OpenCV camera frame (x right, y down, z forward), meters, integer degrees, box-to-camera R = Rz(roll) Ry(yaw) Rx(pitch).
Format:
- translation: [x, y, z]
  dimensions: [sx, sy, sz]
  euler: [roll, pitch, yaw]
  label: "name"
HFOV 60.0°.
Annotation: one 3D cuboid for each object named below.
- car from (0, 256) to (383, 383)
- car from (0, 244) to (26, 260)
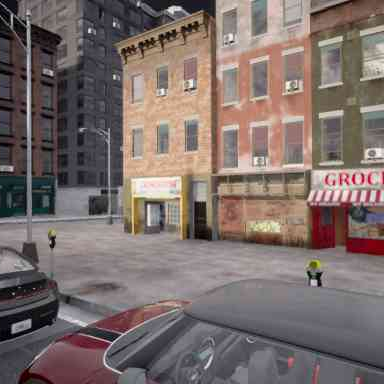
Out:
- translation: [0.440, 1.440, 2.504]
  dimensions: [4.097, 1.590, 1.967]
  euler: [0, 0, 35]
  label: "car"
- translation: [-4.044, 1.552, 5.695]
  dimensions: [4.403, 1.369, 2.008]
  euler: [0, 0, 35]
  label: "car"
